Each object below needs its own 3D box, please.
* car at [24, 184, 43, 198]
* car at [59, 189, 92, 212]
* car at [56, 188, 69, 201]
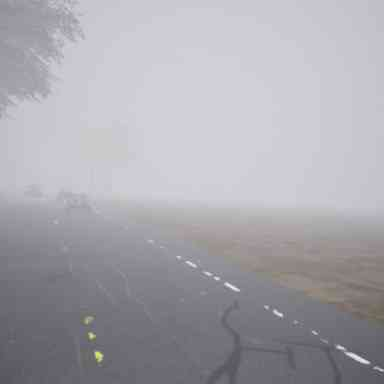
[{"bbox_3d":[-20.276,-0.227,42.633,2.097,1.767,4.553,4,0,-24],"label":"car"},{"bbox_3d":[-9.299,0.785,26.932,2.033,1.411,5.357,4,0,-24],"label":"car"},{"bbox_3d":[-15.189,0.279,39.954,1.882,1.535,5.008,4,0,-24],"label":"car"}]
